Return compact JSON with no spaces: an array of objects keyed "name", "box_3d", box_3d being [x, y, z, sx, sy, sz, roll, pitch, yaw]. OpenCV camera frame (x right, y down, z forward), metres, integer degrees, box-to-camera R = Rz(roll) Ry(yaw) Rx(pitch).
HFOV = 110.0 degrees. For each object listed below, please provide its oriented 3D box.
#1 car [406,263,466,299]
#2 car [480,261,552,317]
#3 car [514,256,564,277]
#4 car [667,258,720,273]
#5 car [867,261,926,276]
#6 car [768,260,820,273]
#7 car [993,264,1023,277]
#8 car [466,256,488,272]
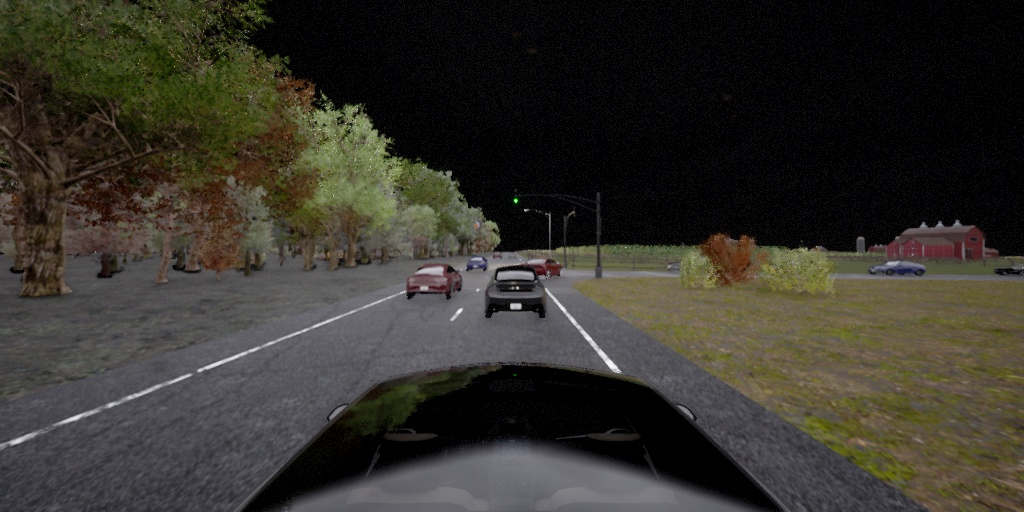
[{"name":"car","box_3d":[-3.389,1.046,16.154,1.812,1.442,4.674,0,1,0]},{"name":"car","box_3d":[0.109,1.088,12.262,1.837,1.490,4.892,0,1,0]},{"name":"car","box_3d":[2.227,0.844,25.771,1.882,1.535,5.008,-1,1,26]},{"name":"car","box_3d":[18.032,0.948,35.617,4.902,1.511,2.128,1,0,1]},{"name":"car","box_3d":[38.060,1.202,35.481,4.674,1.442,1.812,1,0,0]},{"name":"car","box_3d":[27.829,1.090,35.545,4.674,1.442,1.812,1,0,0]},{"name":"car","box_3d":[50.837,1.419,35.347,4.718,1.301,1.895,1,0,1]},{"name":"car","box_3d":[-3.369,0.738,35.392,1.812,1.442,4.674,0,1,0]}]
